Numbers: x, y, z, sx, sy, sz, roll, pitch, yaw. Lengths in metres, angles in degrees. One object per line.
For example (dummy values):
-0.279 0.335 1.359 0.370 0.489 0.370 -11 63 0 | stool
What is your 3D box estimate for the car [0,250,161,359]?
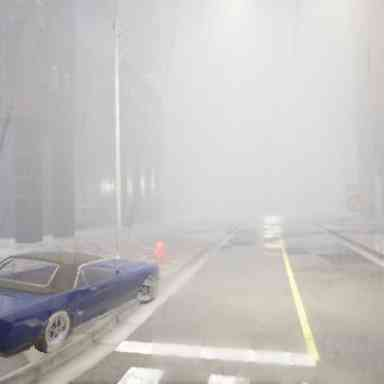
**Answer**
-2.333 1.811 6.455 1.895 1.301 4.718 2 -3 20 | car
